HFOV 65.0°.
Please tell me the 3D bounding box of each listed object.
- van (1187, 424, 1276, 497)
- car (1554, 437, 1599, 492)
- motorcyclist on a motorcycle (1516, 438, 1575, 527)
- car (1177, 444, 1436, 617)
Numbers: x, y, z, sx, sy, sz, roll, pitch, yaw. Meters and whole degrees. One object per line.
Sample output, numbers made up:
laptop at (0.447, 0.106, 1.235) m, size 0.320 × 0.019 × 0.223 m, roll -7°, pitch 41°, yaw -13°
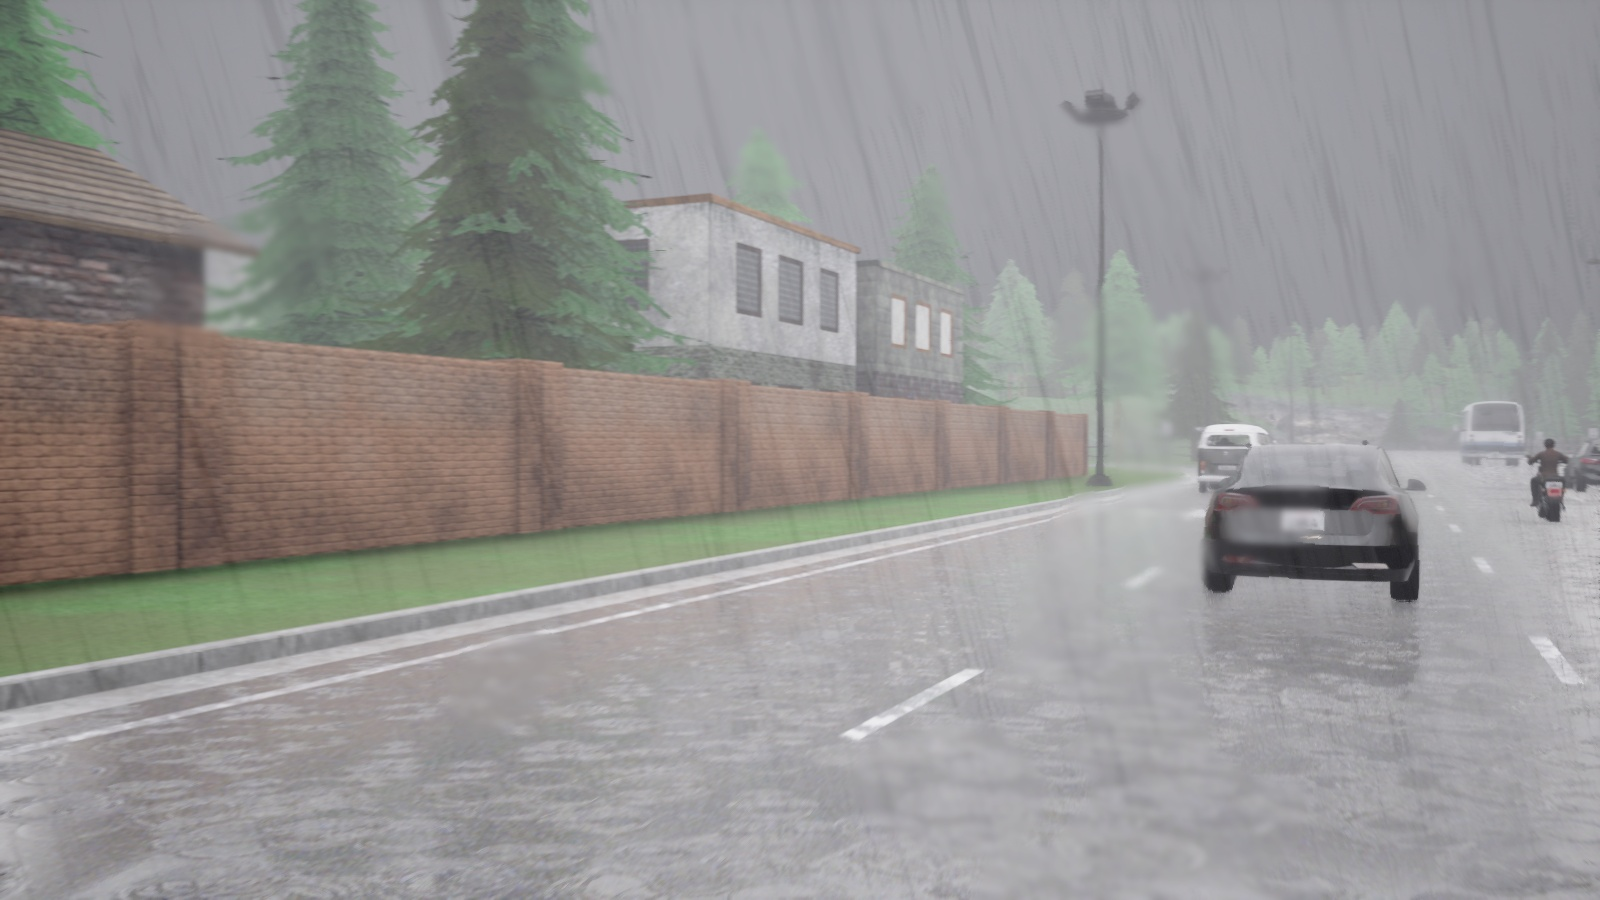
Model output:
van at (13.072, 0.286, 37.900) m, size 2.069 × 2.038 × 4.480 m, roll 0°, pitch 0°, yaw 25°
car at (25.731, 0.447, 40.194) m, size 2.242 × 1.667 × 4.611 m, roll 0°, pitch 0°, yaw 25°
motorcyclist on a motorcycle at (14.637, 0.603, 24.714) m, size 0.766 × 1.649 × 2.350 m, roll 0°, pitch 0°, yaw 25°
car at (5.546, 0.685, 13.520) m, size 2.163 × 1.488 × 4.792 m, roll 0°, pitch 0°, yaw 25°
